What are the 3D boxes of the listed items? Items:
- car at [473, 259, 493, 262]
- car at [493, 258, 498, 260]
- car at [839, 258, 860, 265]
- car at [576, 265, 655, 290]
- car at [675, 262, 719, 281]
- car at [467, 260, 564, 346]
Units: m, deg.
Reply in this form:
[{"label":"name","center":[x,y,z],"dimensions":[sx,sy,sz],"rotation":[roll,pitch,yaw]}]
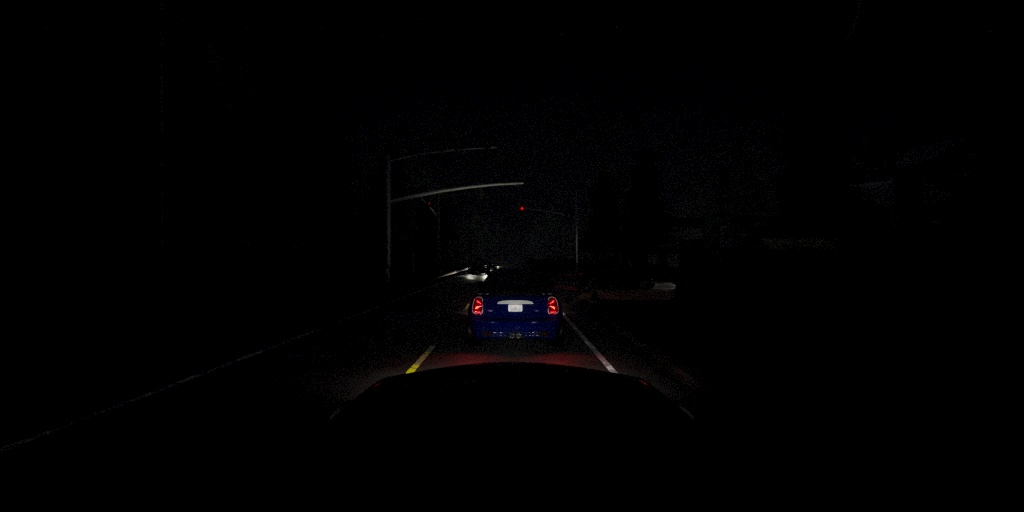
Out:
[{"label":"car","center":[-3.602,1.103,39.668],"dimensions":[2.097,1.767,4.553],"rotation":[0,0,0]},{"label":"car","center":[-3.594,1.351,55.597],"dimensions":[1.895,1.301,4.718],"rotation":[0,0,0]},{"label":"car","center":[25.339,1.129,25.842],"dimensions":[5.566,2.045,2.150],"rotation":[0,0,12]},{"label":"car","center":[6.831,1.369,23.828],"dimensions":[5.008,1.535,1.882],"rotation":[1,0,5]},{"label":"car","center":[14.864,1.259,27.095],"dimensions":[4.553,1.767,2.097],"rotation":[0,0,5]},{"label":"car","center":[0.078,1.102,9.560],"dimensions":[2.097,1.767,4.553],"rotation":[0,0,0]}]
